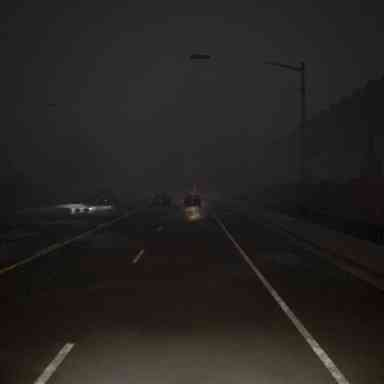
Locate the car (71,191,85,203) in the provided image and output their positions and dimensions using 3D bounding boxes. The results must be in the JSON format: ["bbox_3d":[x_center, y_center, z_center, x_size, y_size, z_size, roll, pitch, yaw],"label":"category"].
[{"bbox_3d":[-14.108,0.642,43.054,2.128,1.511,4.902,0,2,0],"label":"car"}]

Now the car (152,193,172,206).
[{"bbox_3d":[-3.444,0.839,38.036,1.994,1.385,4.181,0,1,0],"label":"car"}]

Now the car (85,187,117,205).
[{"bbox_3d":[-10.618,0.446,40.075,2.150,2.045,5.566,0,2,0],"label":"car"}]

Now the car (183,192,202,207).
[{"bbox_3d":[0.051,0.784,37.418,2.128,1.511,4.902,0,2,0],"label":"car"}]
